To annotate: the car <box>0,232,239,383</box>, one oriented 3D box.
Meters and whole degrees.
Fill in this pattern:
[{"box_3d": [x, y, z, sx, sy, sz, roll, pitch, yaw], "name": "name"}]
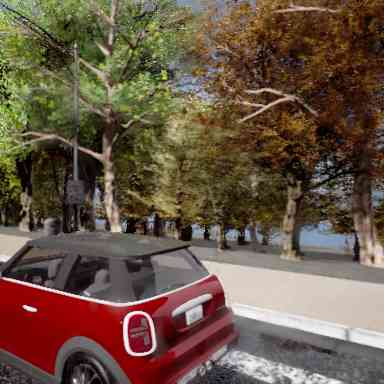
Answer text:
[{"box_3d": [-1.700, 1.393, 4.899, 4.553, 1.767, 2.097, -1, 0, 36], "name": "car"}]
